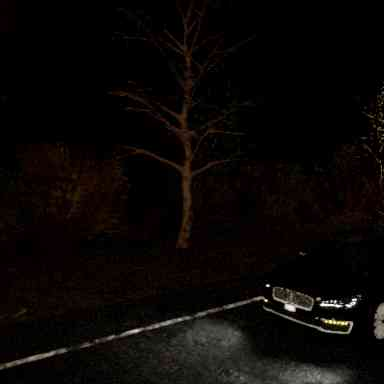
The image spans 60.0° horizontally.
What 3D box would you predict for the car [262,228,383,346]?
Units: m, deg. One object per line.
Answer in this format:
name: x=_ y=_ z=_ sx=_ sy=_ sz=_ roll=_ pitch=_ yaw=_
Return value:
car: x=3.463 y=1.511 z=6.472 sx=4.892 sy=1.490 sz=1.837 roll=0 pitch=0 yaw=-36
